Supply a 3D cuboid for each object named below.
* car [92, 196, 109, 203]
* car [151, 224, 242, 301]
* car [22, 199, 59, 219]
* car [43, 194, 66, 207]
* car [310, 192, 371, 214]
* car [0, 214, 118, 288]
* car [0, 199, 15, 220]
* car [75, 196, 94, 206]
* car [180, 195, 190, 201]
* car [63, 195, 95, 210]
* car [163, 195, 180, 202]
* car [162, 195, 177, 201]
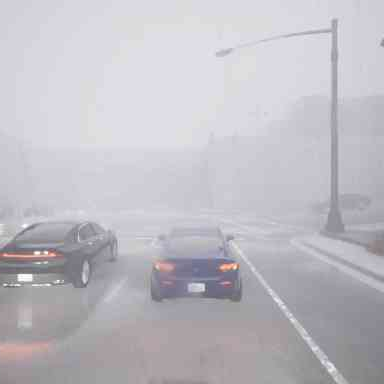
[{"bbox_3d":[-18.589,1.540,67.927,2.033,1.411,5.357,0,0,-1],"label":"car"},{"bbox_3d":[0.098,1.526,8.195,1.812,1.442,4.674,0,0,0],"label":"car"},{"bbox_3d":[-13.492,1.601,29.507,1.895,1.301,4.718,0,0,-12],"label":"car"},{"bbox_3d":[-18.162,1.223,44.013,2.150,2.045,5.566,0,0,-1],"label":"car"},{"bbox_3d":[12.565,0.891,28.345,4.892,1.490,1.837,-7,0,0],"label":"car"},{"bbox_3d":[-3.391,1.505,9.212,1.837,1.490,4.892,0,0,0],"label":"car"},{"bbox_3d":[-16.420,1.352,27.799,2.097,1.767,4.553,0,0,-16],"label":"car"},{"bbox_3d":[-18.428,1.504,57.097,1.837,1.490,4.892,0,0,-1],"label":"car"},{"bbox_3d":[-2.029,1.524,85.033,1.812,1.442,4.674,0,0,24],"label":"car"},{"bbox_3d":[-14.637,1.477,43.258,1.882,1.535,5.008,0,0,-1],"label":"car"},{"bbox_3d":[-4.553,1.355,75.402,2.097,1.767,4.553,0,0,6],"label":"car"},{"bbox_3d":[-5.712,1.552,85.254,1.994,1.385,4.181,0,0,24],"label":"car"}]
